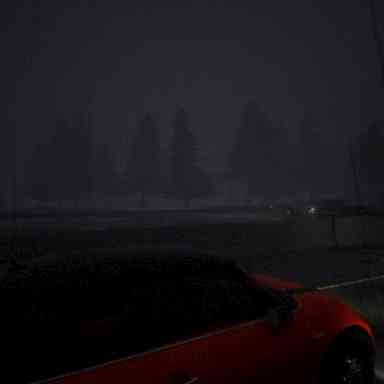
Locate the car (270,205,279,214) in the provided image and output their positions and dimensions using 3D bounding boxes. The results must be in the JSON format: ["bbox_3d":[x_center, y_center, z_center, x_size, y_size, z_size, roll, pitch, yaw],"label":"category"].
[{"bbox_3d":[9.771,1.510,31.345,4.718,1.301,1.895,0,0,-17],"label":"car"}]

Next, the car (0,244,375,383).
[{"bbox_3d":[-0.184,1.339,3.328,4.553,1.767,2.097,0,0,-34],"label":"car"}]

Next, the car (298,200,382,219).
[{"bbox_3d":[9.126,1.453,19.983,4.892,1.490,1.837,0,0,-20],"label":"car"}]

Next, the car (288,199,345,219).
[{"bbox_3d":[9.627,1.287,23.859,4.553,1.767,2.097,0,0,-19],"label":"car"}]

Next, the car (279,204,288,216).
[{"bbox_3d":[10.133,1.427,27.745,4.892,1.490,1.837,0,0,-17],"label":"car"}]
